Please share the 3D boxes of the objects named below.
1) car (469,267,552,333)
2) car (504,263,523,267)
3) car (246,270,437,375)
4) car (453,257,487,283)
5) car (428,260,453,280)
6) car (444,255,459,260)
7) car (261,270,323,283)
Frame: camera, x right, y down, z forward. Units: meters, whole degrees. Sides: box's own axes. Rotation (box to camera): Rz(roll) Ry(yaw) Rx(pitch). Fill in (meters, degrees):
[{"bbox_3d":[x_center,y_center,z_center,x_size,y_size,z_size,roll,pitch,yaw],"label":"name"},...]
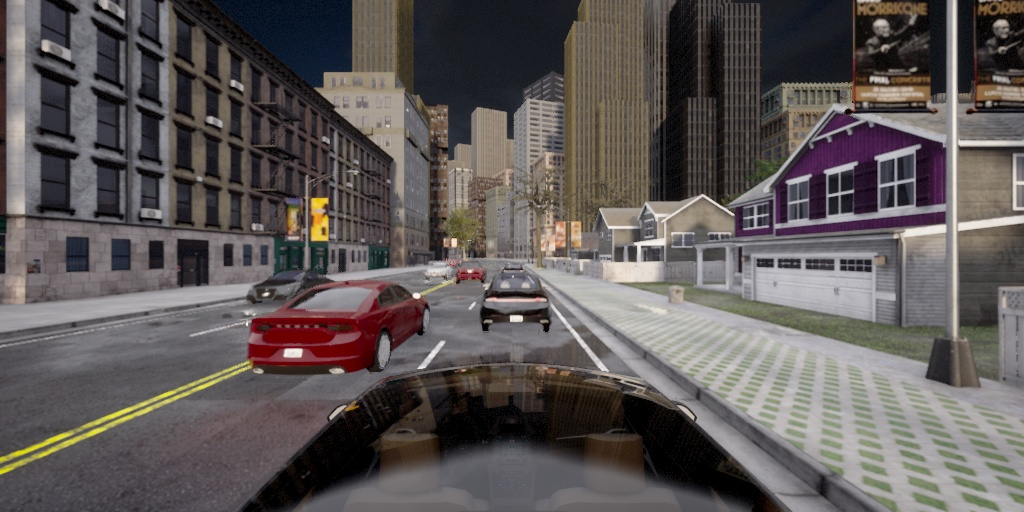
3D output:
[{"bbox_3d":[0.105,1.268,10.892,2.128,1.511,4.902,0,0,0],"label":"car"},{"bbox_3d":[0.114,1.312,28.310,2.128,1.511,4.902,0,0,0],"label":"car"},{"bbox_3d":[-3.147,1.245,7.644,1.882,1.535,5.008,0,0,0],"label":"car"},{"bbox_3d":[-3.131,1.172,28.467,2.097,1.767,4.553,0,0,-1],"label":"car"},{"bbox_3d":[-6.581,1.356,32.654,1.812,1.442,4.674,0,0,0],"label":"car"},{"bbox_3d":[-9.716,0.897,58.024,2.150,2.045,5.566,0,0,0],"label":"car"},{"bbox_3d":[-9.841,1.354,16.333,1.994,1.385,4.181,0,0,0],"label":"car"}]
